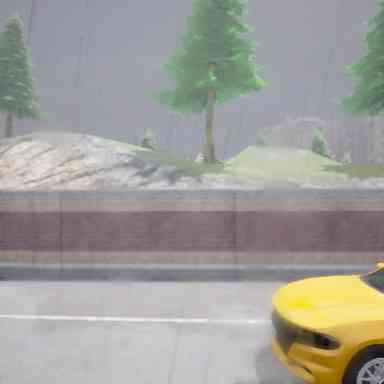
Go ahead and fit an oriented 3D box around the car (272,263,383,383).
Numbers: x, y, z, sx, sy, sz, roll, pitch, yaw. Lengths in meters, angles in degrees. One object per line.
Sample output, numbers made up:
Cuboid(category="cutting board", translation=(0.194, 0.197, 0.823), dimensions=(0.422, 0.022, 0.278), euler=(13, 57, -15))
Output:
Cuboid(category="car", translation=(3.541, 1.479, 4.148), dimensions=(5.008, 1.535, 1.882), euler=(0, 0, 2))
